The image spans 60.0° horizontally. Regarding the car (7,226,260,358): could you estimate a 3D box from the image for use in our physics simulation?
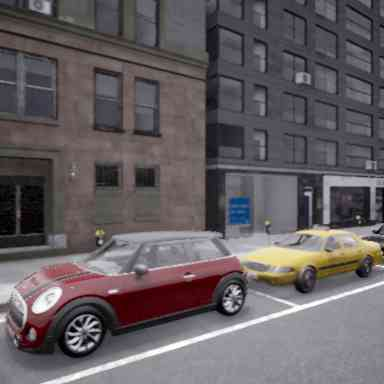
[{"bbox_3d":[-0.982,1.472,5.961,4.097,1.590,1.967,1,-1,-35],"label":"car"}]

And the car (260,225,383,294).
[{"bbox_3d":[3.360,1.626,9.057,4.829,1.417,1.752,1,-1,-35],"label":"car"}]
